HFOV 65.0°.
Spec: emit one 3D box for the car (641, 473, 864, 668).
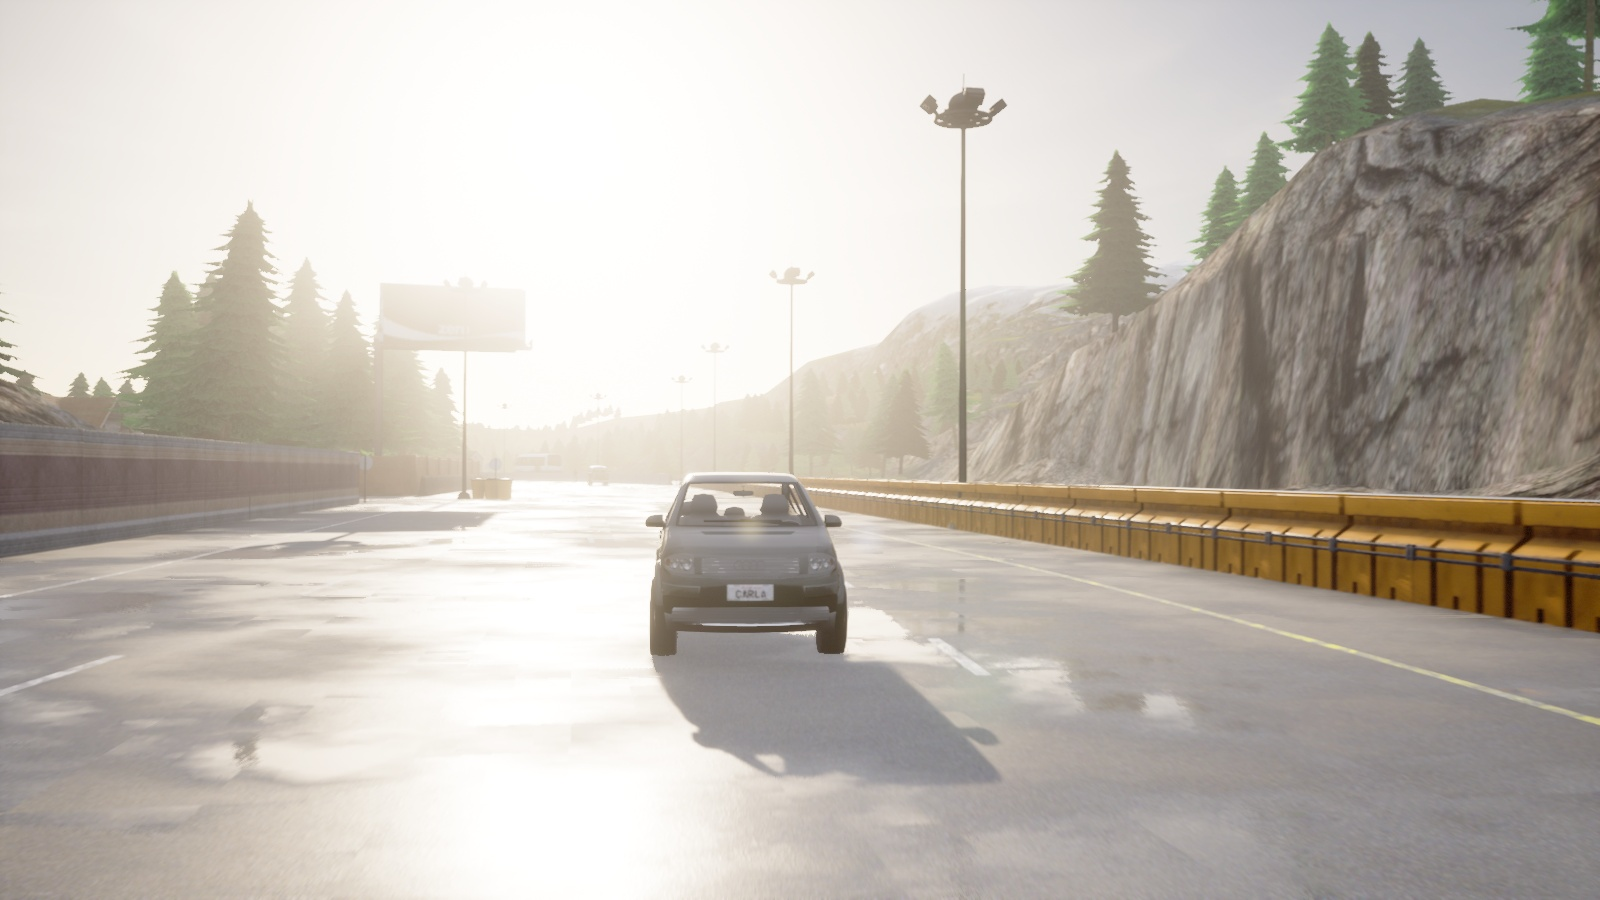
[{"bbox_3d":[-0.558,0.996,11.962,1.789,1.549,3.705,0,-1,-6],"label":"car"}]
